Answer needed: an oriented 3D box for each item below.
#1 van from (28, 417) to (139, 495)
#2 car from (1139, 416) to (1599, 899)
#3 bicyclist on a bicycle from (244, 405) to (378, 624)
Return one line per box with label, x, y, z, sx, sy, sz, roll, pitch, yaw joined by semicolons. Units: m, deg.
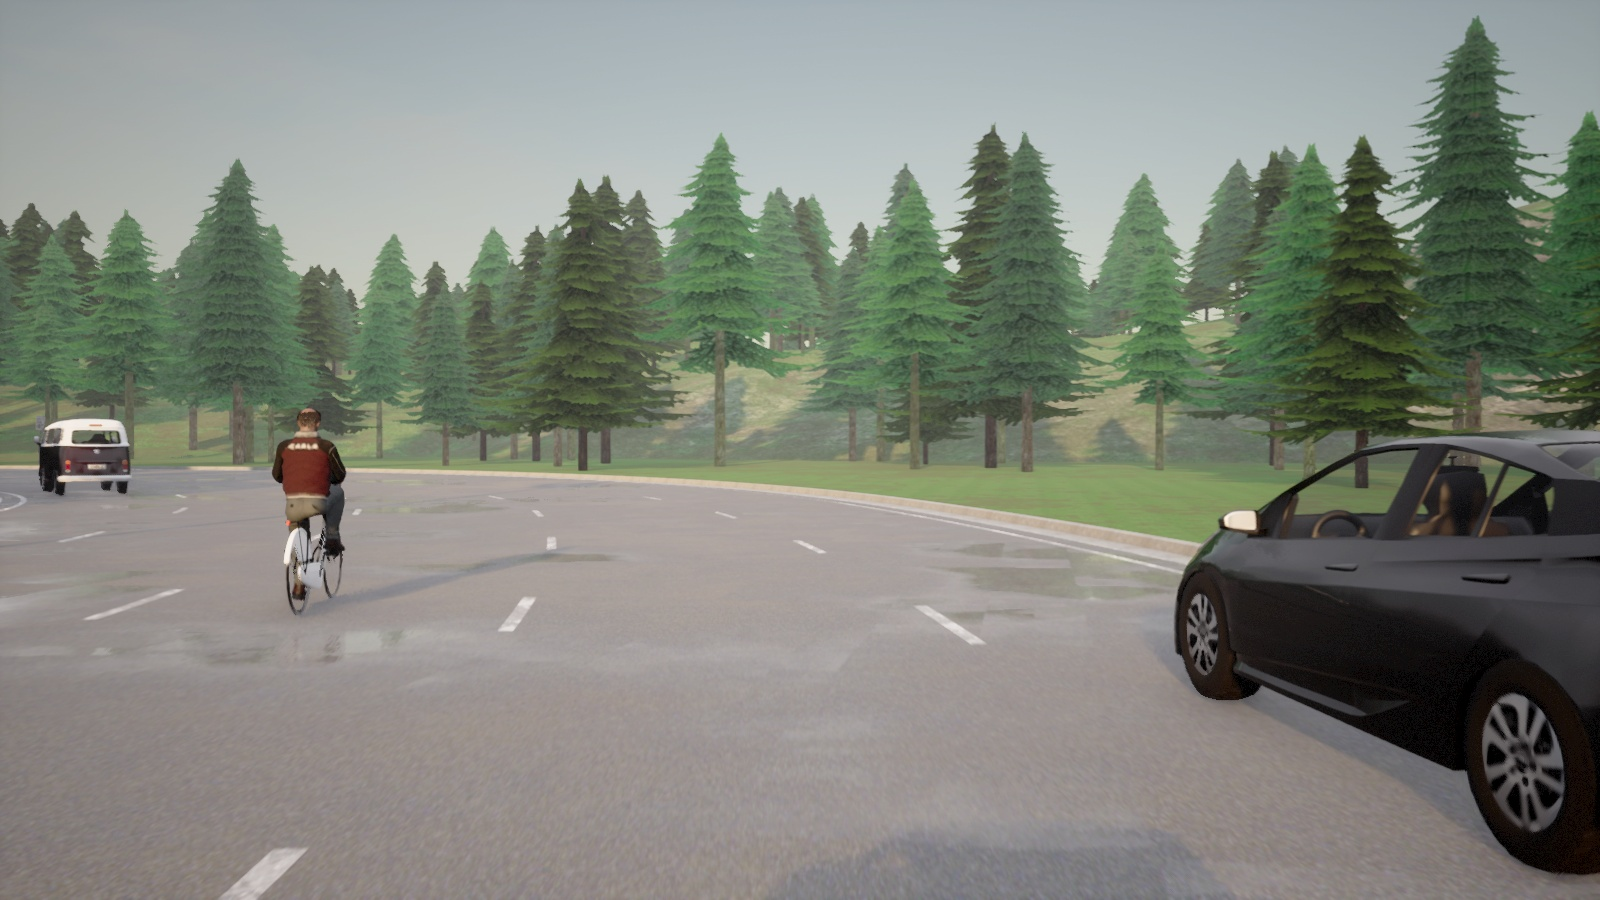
van;-20.060;0.140;35.089;2.069;2.038;4.480;0;0;-38
car;3.287;0.642;5.798;2.007;1.525;4.514;0;1;-3
bicyclist on a bicycle;-4.285;0.513;11.138;0.659;1.776;1.843;0;1;-7
